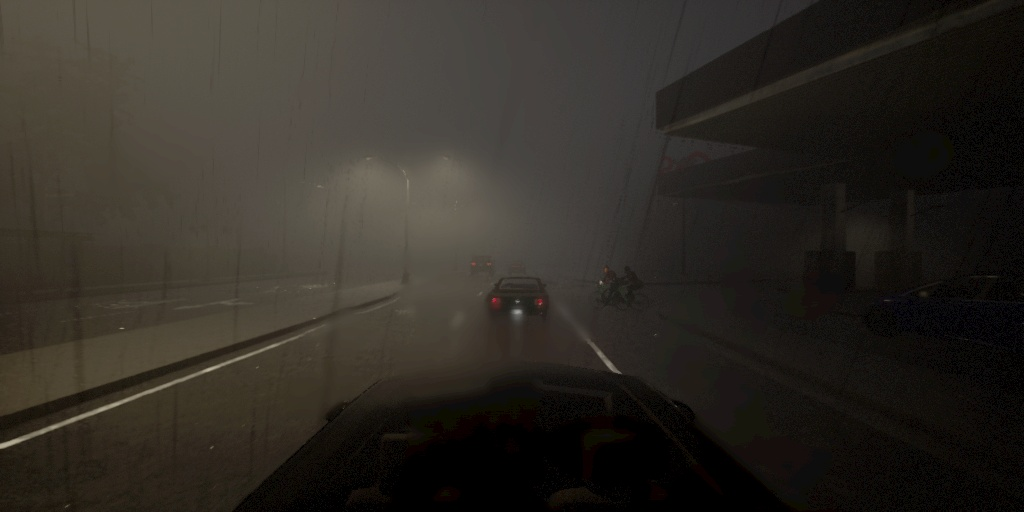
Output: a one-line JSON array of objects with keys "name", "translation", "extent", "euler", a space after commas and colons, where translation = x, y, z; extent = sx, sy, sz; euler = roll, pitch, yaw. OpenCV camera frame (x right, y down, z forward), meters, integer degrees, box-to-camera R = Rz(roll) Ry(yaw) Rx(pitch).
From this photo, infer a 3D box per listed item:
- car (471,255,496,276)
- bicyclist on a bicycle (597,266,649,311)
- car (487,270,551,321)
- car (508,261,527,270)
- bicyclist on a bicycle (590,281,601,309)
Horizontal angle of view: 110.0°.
[{"name": "car", "translation": [-2.958, 0.957, 37.192], "extent": [2.150, 2.045, 5.566], "euler": [0, 0, 1]}, {"name": "bicyclist on a bicycle", "translation": [4.093, 1.144, 12.685], "extent": [1.656, 1.620, 0.582], "euler": [10, 20, 13]}, {"name": "car", "translation": [0.314, 1.353, 12.539], "extent": [1.895, 1.301, 4.718], "euler": [0, 0, 3]}, {"name": "car", "translation": [0.553, 1.245, 37.709], "extent": [2.128, 1.511, 4.902], "euler": [0, 0, 2]}, {"name": "bicyclist on a bicycle", "translation": [3.618, 1.195, 13.249], "extent": [1.656, 1.620, 0.582], "euler": [5, -11, -16]}]
